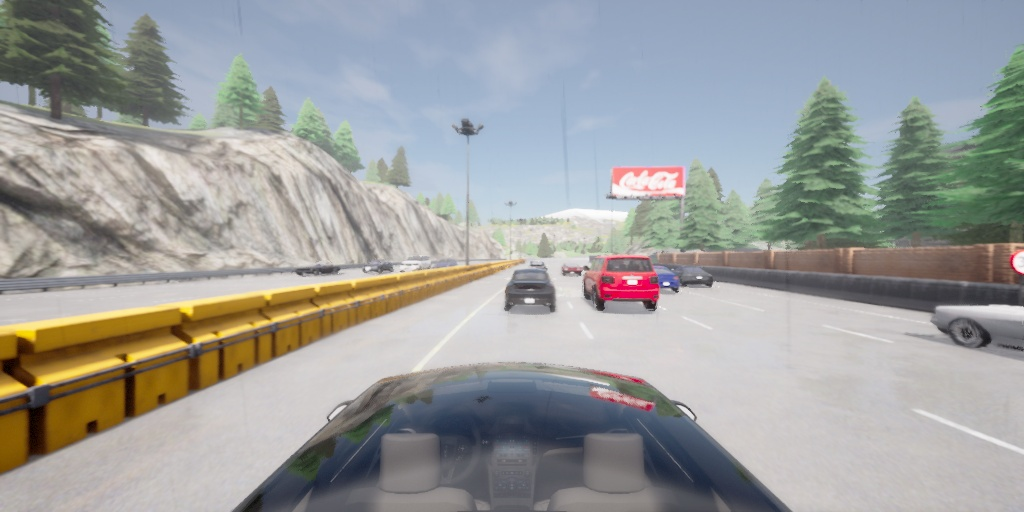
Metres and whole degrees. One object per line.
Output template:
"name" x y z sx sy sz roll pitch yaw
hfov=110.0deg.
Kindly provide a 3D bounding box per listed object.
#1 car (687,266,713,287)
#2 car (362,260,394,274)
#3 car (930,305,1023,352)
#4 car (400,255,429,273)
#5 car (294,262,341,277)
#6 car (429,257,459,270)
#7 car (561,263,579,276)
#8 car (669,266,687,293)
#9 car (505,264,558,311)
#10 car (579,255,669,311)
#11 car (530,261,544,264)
"car" 12.124 1.352 24.861 1.994 1.385 4.181 0 0 5
"car" -14.843 1.193 39.925 2.128 1.511 4.902 0 0 5
"car" 10.748 1.385 6.267 1.895 1.301 4.718 0 0 2
"car" -11.122 0.933 42.050 2.150 2.045 5.566 0 0 5
"car" -18.819 1.289 34.910 1.895 1.301 4.718 0 0 5
"car" -7.641 1.074 41.698 2.097 1.767 4.553 0 0 5
"car" 6.201 1.369 37.976 1.895 1.301 4.718 0 0 5
"car" 8.300 1.301 21.129 1.812 1.442 4.674 0 0 5
"car" 0.761 1.257 14.429 1.837 1.490 4.892 0 0 4
"car" 4.280 0.985 14.829 2.150 2.045 5.566 0 0 4
"car" 2.534 1.248 36.132 2.128 1.511 4.902 0 0 5
